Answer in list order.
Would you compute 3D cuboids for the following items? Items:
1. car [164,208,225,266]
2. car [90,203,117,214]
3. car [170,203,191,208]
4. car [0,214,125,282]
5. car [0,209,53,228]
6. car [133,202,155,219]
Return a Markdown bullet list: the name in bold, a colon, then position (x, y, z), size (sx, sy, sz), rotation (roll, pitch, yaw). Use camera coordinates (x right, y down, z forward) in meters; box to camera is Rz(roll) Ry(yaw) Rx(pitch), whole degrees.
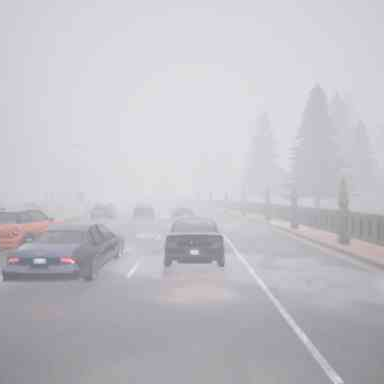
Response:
- **car**: position (0.080, 1.567, 11.946), size (1.882, 1.535, 5.008), rotation (0, 0, 0)
- **car**: position (-7.908, 1.715, 30.048), size (2.128, 1.511, 4.902), rotation (0, 0, -7)
- **car**: position (-1.010, 1.756, 31.056), size (1.812, 1.442, 4.674), rotation (0, 0, -7)
- **car**: position (-3.418, 1.623, 9.996), size (2.033, 1.411, 5.357), rotation (0, 0, 0)
- **car**: position (-6.919, 1.454, 13.652), size (2.097, 1.767, 4.553), rotation (0, 0, 0)
- **car**: position (-4.592, 1.713, 31.604), size (1.882, 1.535, 5.008), rotation (0, 0, -8)
